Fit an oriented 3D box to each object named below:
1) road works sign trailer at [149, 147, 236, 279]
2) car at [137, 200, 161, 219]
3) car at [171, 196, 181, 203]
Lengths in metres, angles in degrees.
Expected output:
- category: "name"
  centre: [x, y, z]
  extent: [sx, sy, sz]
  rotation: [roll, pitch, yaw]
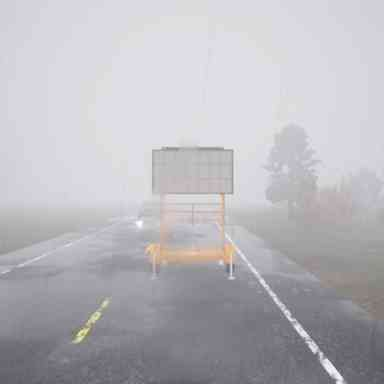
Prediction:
- category: "road works sign trailer"
  centre: [0.021, 0.465, 9.974]
  extent: [2.380, 3.560, 2.880]
  rotation: [0, 0, 0]
- category: "car"
  centre: [-3.538, 1.512, 28.908]
  extent: [1.837, 1.490, 4.892]
  rotation: [0, 0, 0]
- category: "car"
  centre: [-3.349, 1.569, 69.674]
  extent: [1.812, 1.442, 4.674]
  rotation: [0, 0, 0]
